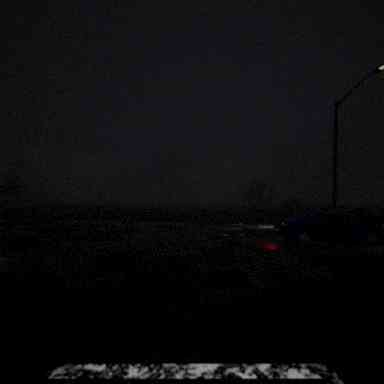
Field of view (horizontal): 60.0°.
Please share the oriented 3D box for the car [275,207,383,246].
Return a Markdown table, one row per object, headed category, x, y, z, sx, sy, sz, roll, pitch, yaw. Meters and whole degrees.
| category | x | y | z | sx | sy | sz | roll | pitch | yaw |
| --- | --- | --- | --- | --- | --- | --- | --- | --- | --- |
| car | 6.627 | 1.706 | 16.180 | 5.008 | 1.535 | 1.882 | 1 | 0 | 0 |
